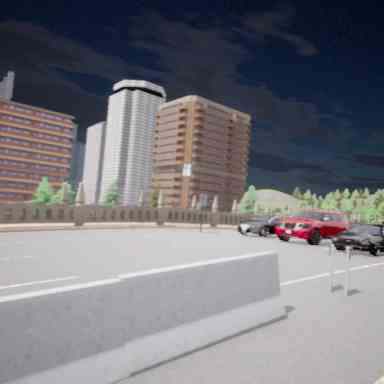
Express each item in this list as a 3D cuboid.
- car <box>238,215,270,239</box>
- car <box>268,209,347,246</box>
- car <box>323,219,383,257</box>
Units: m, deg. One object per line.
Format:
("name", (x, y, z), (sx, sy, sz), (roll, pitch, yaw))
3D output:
("car", (5.191, 2.313, 22.660), (4.902, 1.511, 2.128), (7, -4, -40))
("car", (7.371, 2.066, 19.918), (5.566, 2.045, 2.150), (7, -4, -40))
("car", (9.095, 2.365, 16.792), (5.357, 1.411, 2.033), (7, -4, -40))
